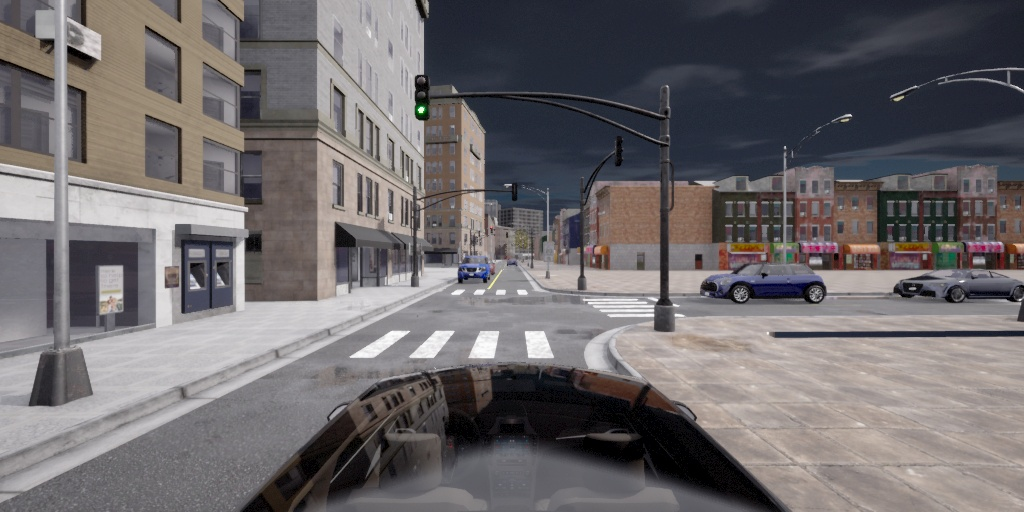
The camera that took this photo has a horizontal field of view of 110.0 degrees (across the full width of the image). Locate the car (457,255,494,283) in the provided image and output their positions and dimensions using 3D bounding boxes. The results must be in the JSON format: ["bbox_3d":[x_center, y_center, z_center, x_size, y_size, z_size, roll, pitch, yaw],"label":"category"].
[{"bbox_3d":[-2.884,0.976,28.238,2.150,2.045,5.566,0,0,0],"label":"car"}]

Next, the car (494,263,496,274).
[{"bbox_3d":[-2.886,1.109,38.404,2.097,1.767,4.553,0,0,0],"label":"car"}]

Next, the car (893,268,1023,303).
[{"bbox_3d":[19.420,1.234,15.618,4.181,1.385,1.994,0,0,0],"label":"car"}]

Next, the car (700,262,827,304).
[{"bbox_3d":[10.741,1.054,15.590,4.553,1.767,2.097,0,0,1],"label":"car"}]
